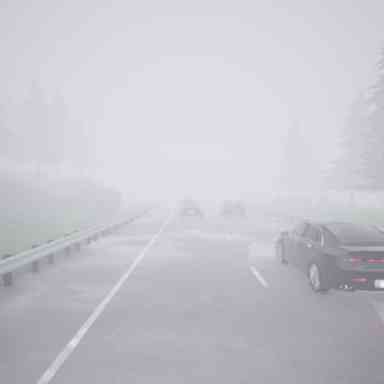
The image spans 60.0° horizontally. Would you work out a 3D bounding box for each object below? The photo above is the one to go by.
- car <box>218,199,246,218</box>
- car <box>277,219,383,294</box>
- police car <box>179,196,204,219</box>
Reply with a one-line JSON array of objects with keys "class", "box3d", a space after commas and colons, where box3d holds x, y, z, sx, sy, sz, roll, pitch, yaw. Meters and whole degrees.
[{"class": "car", "box3d": [3.406, 1.381, 28.754, 2.128, 1.511, 4.902, 0, 0, -1]}, {"class": "car", "box3d": [3.601, 1.471, 8.697, 1.837, 1.490, 4.892, 0, 0, 0]}, {"class": "police car", "box3d": [-0.087, 1.397, 28.271, 2.038, 1.542, 4.974, 0, 0, -1]}]
